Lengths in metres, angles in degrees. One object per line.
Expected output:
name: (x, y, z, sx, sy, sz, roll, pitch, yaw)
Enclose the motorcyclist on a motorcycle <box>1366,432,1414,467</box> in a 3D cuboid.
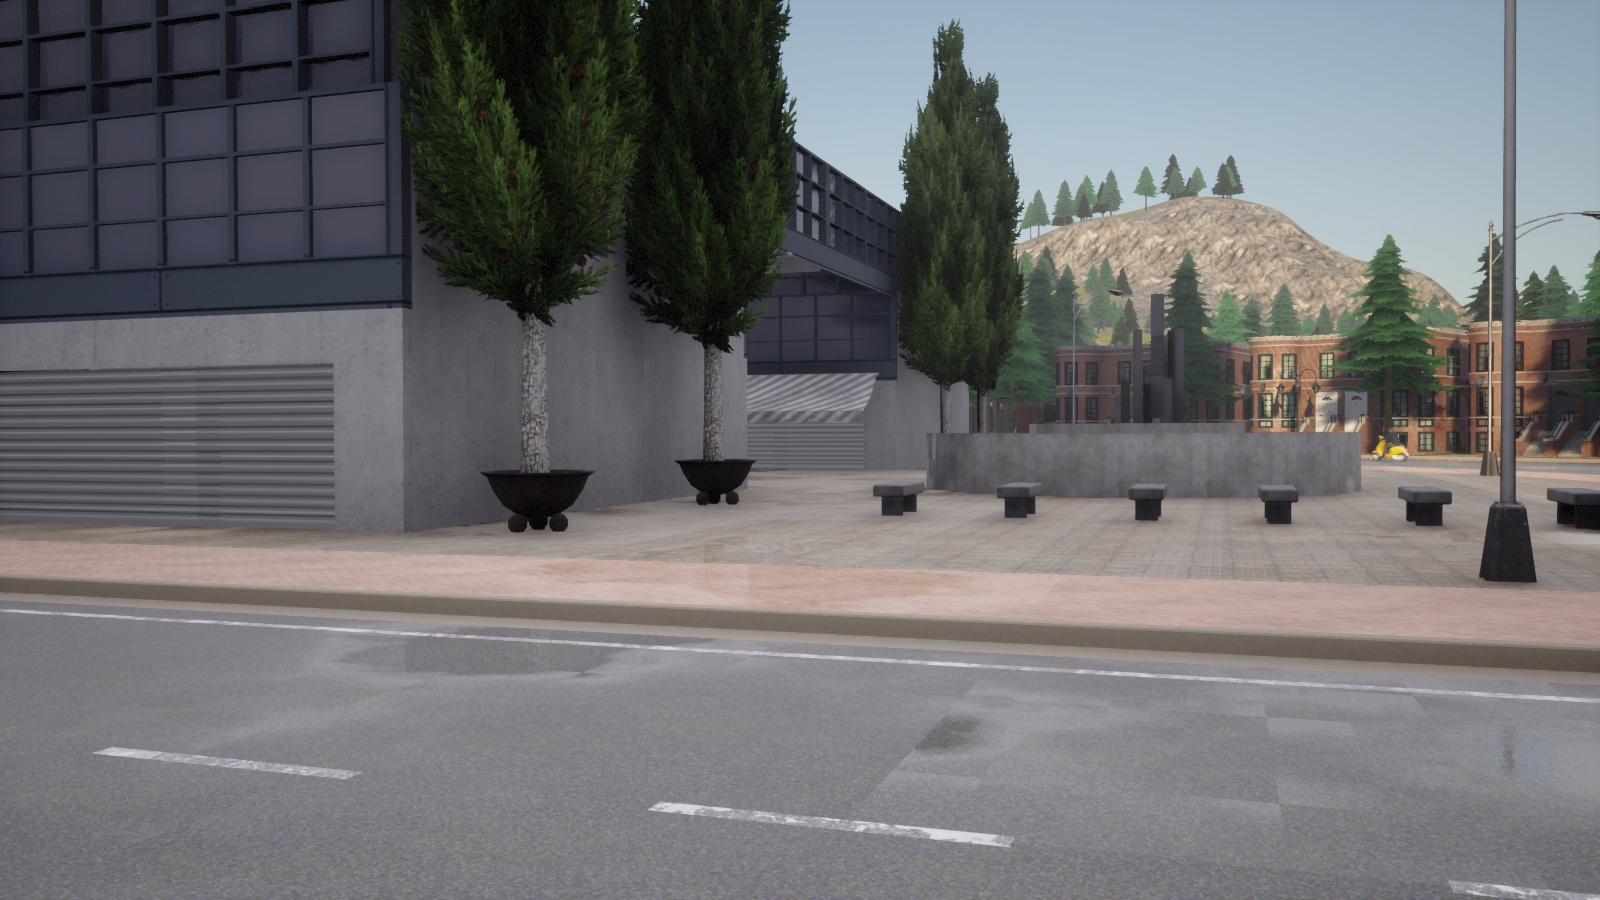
motorcyclist on a motorcycle: (26.898, -0.036, 57.276, 0.866, 1.590, 1.817, -1, 1, -30)
